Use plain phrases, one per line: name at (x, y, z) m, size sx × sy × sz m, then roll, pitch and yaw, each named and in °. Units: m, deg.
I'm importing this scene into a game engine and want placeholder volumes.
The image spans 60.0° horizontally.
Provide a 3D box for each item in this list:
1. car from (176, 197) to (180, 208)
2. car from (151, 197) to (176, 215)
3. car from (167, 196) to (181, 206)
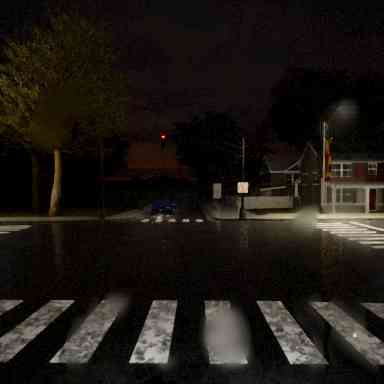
car at (-2.914, 1.462, 44.097) m, size 1.837 × 1.490 × 4.892 m, roll 0°, pitch 0°, yaw 0°
car at (-2.958, 1.449, 33.795) m, size 1.882 × 1.535 × 5.008 m, roll 0°, pitch 0°, yaw 0°
car at (-2.865, 1.487, 54.726) m, size 2.033 × 1.411 × 5.357 m, roll 0°, pitch 0°, yaw 0°
